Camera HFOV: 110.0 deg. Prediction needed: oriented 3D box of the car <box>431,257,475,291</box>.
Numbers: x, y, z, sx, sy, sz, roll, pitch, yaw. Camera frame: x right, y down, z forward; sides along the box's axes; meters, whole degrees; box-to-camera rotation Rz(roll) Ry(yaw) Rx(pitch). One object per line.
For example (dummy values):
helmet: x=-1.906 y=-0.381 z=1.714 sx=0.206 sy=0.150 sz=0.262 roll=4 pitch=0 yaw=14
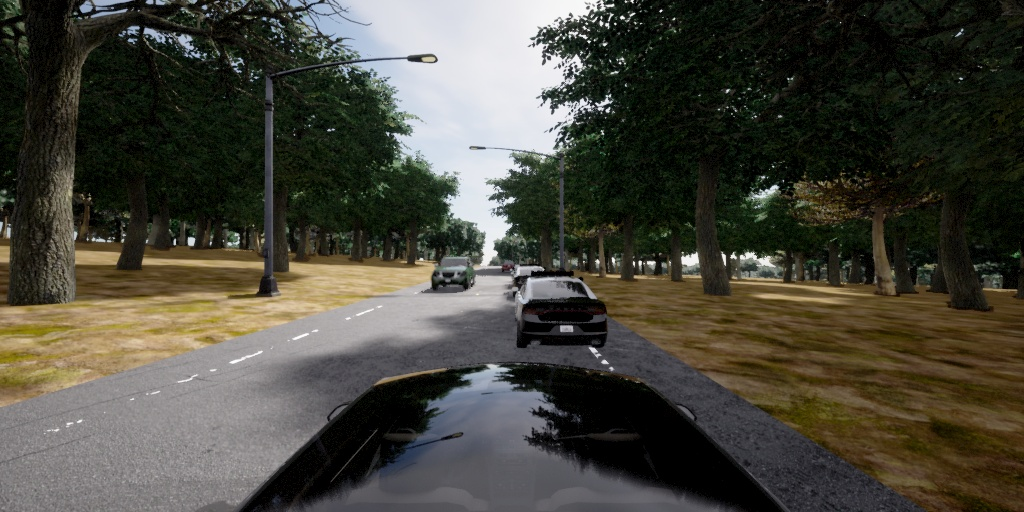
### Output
car: x=-3.606 y=1.047 z=22.849 sx=2.150 sy=2.045 sz=5.566 roll=0 pitch=0 yaw=0

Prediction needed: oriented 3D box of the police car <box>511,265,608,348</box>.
police car: x=1.033 y=1.190 z=9.426 sx=1.930 sy=1.638 sz=5.238 roll=0 pitch=0 yaw=0

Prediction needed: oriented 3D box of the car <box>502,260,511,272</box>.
car: x=-0.421 y=1.402 z=51.669 sx=2.097 sy=1.767 sz=4.553 roll=0 pitch=-1 yaw=-1

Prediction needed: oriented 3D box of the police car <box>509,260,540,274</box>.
police car: x=0.966 y=1.219 z=19.440 sx=1.930 sy=1.638 sz=5.238 roll=-1 pitch=0 yaw=0
